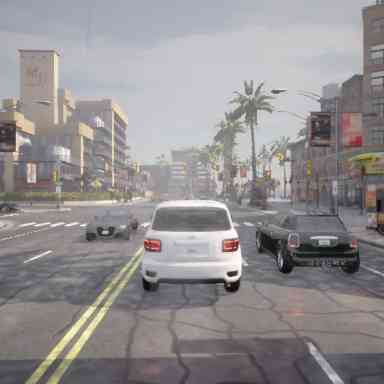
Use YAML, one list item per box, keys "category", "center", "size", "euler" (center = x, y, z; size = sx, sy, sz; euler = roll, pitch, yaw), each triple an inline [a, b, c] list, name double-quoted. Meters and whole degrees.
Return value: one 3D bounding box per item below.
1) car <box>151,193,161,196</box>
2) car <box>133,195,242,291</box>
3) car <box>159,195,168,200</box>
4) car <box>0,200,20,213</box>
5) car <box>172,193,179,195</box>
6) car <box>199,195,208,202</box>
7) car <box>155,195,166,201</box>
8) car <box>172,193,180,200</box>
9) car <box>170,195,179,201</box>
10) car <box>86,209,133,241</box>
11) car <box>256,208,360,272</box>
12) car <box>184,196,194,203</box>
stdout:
- category: "car"
  center: [-7.705, 1.225, 72.866]
  size: [2.150, 2.045, 5.566]
  euler: [0, 0, -1]
- category: "car"
  center: [-0.015, 1.221, 9.151]
  size: [2.150, 2.045, 5.566]
  euler: [0, 0, 0]
- category: "car"
  center: [-7.906, 1.540, 92.927]
  size: [2.033, 1.411, 5.357]
  euler: [0, 0, -1]
- category: "car"
  center: [-21.140, 1.478, 35.636]
  size: [5.008, 1.535, 1.882]
  euler: [0, 0, -1]
- category: "car"
  center: [-4.205, 1.540, 72.880]
  size: [2.033, 1.411, 5.357]
  euler: [0, 0, -1]
- category: "car"
  center: [2.736, 1.524, 78.944]
  size: [1.812, 1.442, 4.674]
  euler: [0, 0, -1]
- category: "car"
  center: [-7.801, 1.525, 82.588]
  size: [2.128, 1.511, 4.902]
  euler: [0, 0, -1]
- category: "car"
  center: [-4.413, 1.225, 93.174]
  size: [2.150, 2.045, 5.566]
  euler: [0, 0, -1]
- category: "car"
  center: [-4.301, 1.500, 82.603]
  size: [1.837, 1.490, 4.892]
  euler: [0, 0, -1]
- category: "car"
  center: [-3.804, 1.564, 16.477]
  size: [1.994, 1.385, 4.181]
  euler: [0, 0, -1]
- category: "car"
  center: [3.479, 1.352, 10.889]
  size: [2.097, 1.767, 4.553]
  euler: [0, 0, 0]
- category: "car"
  center: [-0.675, 1.542, 72.208]
  size: [2.033, 1.411, 5.357]
  euler: [0, 0, -1]
